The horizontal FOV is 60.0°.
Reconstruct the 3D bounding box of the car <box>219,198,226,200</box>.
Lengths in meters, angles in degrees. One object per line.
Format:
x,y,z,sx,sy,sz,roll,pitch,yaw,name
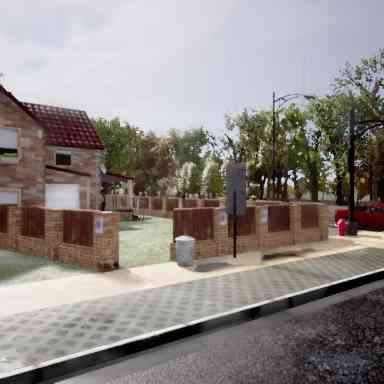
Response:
3.657,1.378,34.820,1.882,1.535,5.008,0,0,-35,car

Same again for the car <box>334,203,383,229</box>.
10.809,1.441,19.174,1.882,1.535,5.008,0,0,-35,car

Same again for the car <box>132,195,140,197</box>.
-9.082,1.301,52.860,2.128,1.511,4.902,0,0,-35,car
